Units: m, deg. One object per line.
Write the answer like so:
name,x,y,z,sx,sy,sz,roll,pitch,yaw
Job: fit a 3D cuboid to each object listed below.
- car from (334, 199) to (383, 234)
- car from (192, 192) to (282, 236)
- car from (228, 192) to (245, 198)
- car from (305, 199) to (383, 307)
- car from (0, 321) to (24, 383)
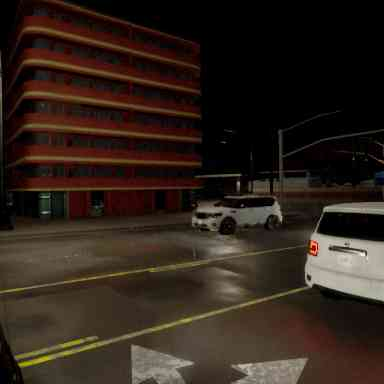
car,10.871,1.358,20.171,4.553,1.767,2.097,0,0,-35
car,2.682,1.200,18.728,5.566,2.045,2.150,0,0,-35
car,11.405,0.818,85.101,3.806,1.475,1.970,-1,1,-35
car,4.782,1.218,7.137,5.566,2.045,2.150,0,0,-35
car,-3.661,1.222,1.141,5.566,2.045,2.150,0,0,-35
